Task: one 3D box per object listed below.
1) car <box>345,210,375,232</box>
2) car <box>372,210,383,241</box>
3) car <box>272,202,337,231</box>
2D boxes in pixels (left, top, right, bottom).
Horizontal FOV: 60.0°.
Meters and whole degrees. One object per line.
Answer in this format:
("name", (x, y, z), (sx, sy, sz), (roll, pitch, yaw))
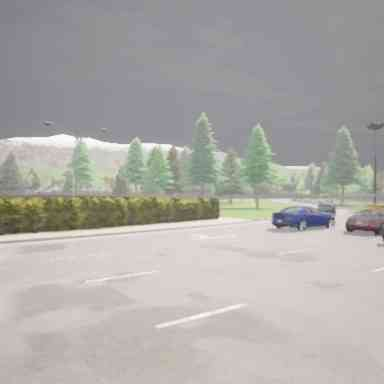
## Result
("car", (11.285, 1.777, 20.392), (4.181, 1.385, 1.994), (1, 0, -35))
("car", (10.707, 1.706, 15.699), (4.674, 1.442, 1.812), (1, 0, -36))
("car", (7.416, 1.667, 21.932), (5.008, 1.535, 1.882), (1, 0, -35))
